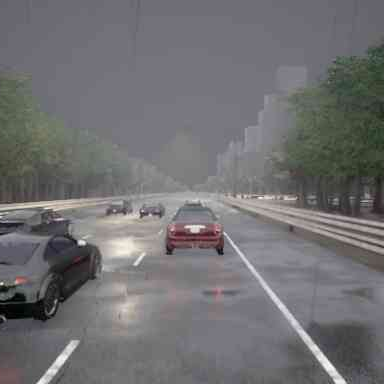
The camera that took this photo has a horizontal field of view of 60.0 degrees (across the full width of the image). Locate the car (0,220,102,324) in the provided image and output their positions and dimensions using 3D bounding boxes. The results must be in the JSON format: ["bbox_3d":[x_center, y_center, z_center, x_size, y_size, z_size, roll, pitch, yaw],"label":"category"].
[{"bbox_3d":[-3.399,1.559,7.268,1.994,1.385,4.181,0,0,0],"label":"car"}]

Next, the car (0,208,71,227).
[{"bbox_3d":[-6.897,1.493,14.861,1.837,1.490,4.892,0,0,0],"label":"car"}]

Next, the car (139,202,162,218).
[{"bbox_3d":[-3.392,1.556,29.339,1.895,1.301,4.718,0,0,0],"label":"car"}]

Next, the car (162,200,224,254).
[{"bbox_3d":[0.104,1.341,13.631,2.097,1.767,4.553,0,0,0],"label":"car"}]

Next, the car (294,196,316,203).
[{"bbox_3d":[24.415,1.560,72.156,2.128,1.511,4.902,0,1,-42],"label":"car"}]

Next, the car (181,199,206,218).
[{"bbox_3d":[0.107,1.441,30.812,2.128,1.511,4.902,0,0,0],"label":"car"}]

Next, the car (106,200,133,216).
[{"bbox_3d":[-6.895,1.472,31.875,1.812,1.442,4.674,0,0,0],"label":"car"}]
